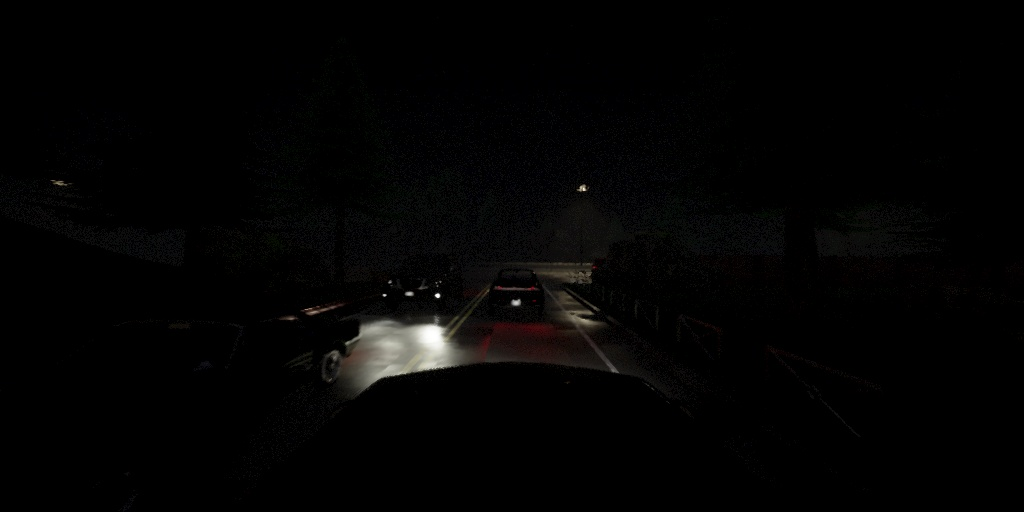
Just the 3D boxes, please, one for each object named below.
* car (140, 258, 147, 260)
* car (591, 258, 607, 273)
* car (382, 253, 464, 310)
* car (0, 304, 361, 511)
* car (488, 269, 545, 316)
[{"bbox_3d":[-38.742,0.930,37.038,4.674,1.442,1.812,0,0,1],"label":"car"},{"bbox_3d":[10.359,1.213,33.855,5.566,2.045,2.150,1,0,7],"label":"car"},{"bbox_3d":[-3.360,0.901,14.741,2.150,2.045,5.566,1,0,1],"label":"car"},{"bbox_3d":[-3.578,1.304,3.988,1.895,1.301,4.718,1,0,1],"label":"car"},{"bbox_3d":[0.168,1.215,13.308,2.128,1.511,4.902,1,0,1],"label":"car"}]
